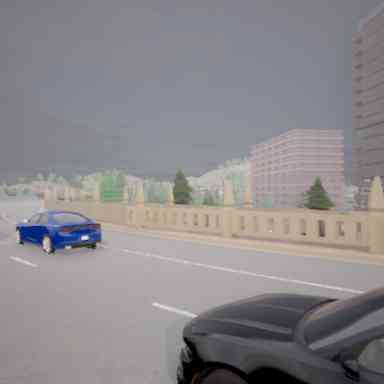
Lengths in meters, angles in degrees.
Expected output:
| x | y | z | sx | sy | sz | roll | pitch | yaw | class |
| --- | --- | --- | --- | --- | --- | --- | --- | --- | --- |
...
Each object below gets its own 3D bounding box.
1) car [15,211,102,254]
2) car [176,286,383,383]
| x | y | z | sx | sy | sz | roll | pitch | yaw | class |
| --- | --- | --- | --- | --- | --- | --- | --- | --- | --- |
| -5.646 | 1.504 | 13.730 | 5.008 | 1.535 | 1.882 | 0 | 0 | 44 | car |
| 2.148 | 1.493 | 2.605 | 5.008 | 1.535 | 1.882 | 0 | 0 | 35 | car |
